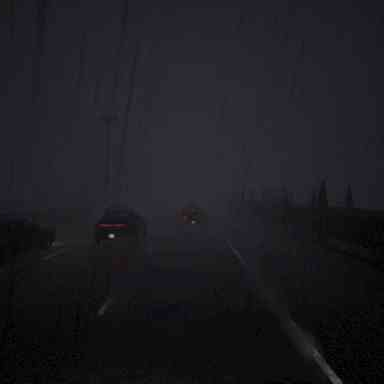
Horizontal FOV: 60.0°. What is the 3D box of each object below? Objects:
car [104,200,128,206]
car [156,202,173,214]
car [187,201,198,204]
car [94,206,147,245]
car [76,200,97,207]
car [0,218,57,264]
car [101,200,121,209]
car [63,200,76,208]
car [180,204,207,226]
[{"bbox_3d":[-6.906,1.808,31.491,1.882,1.535,5.008,0,-1,0],"label":"car"},{"bbox_3d":[-3.408,1.979,41.166,2.033,1.411,5.357,0,-1,0],"label":"car"},{"bbox_3d":[0.092,1.944,41.976,1.837,1.490,4.892,0,-1,0],"label":"car"},{"bbox_3d":[-3.403,1.666,16.505,2.128,1.511,4.902,0,-1,0],"label":"car"},{"bbox_3d":[-17.531,2.099,56.492,1.837,1.490,4.892,0,-1,1],"label":"car"},{"bbox_3d":[-6.903,1.677,12.264,2.033,1.411,5.357,0,-1,0],"label":"car"},{"bbox_3d":[-14.015,2.154,57.838,2.033,1.411,5.357,0,-1,0],"label":"car"},{"bbox_3d":[-21.011,2.175,58.242,1.994,1.385,4.181,0,-1,0],"label":"car"},{"bbox_3d":[0.095,1.869,25.494,1.895,1.301,4.718,0,-1,0],"label":"car"}]
